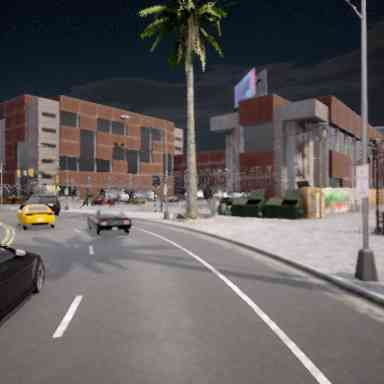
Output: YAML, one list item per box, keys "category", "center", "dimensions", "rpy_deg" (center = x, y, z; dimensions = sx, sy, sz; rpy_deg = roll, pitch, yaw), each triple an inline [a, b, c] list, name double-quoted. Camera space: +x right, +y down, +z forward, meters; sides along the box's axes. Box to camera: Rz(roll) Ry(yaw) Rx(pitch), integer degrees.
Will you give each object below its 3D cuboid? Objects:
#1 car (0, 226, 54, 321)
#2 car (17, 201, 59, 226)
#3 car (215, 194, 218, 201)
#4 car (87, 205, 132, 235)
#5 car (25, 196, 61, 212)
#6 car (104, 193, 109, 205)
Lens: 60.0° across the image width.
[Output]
- category: "car"
  center: [-4.235, 1.608, 6.170]
  dimensions: [1.994, 1.385, 4.181]
  rpy_deg: [0, 0, -8]
- category: "car"
  center: [-10.831, 1.603, 22.976]
  dimensions: [1.882, 1.535, 5.008]
  rpy_deg: [0, 0, -32]
- category: "car"
  center: [4.795, 1.478, 56.314]
  dimensions: [4.674, 1.452, 2.002]
  rpy_deg: [-1, 0, 38]
- category: "car"
  center: [-5.008, 1.674, 19.682]
  dimensions: [1.895, 1.301, 4.718]
  rpy_deg: [0, 0, -25]
- category: "car"
  center: [-15.340, 1.401, 33.641]
  dimensions: [5.566, 2.045, 2.150]
  rpy_deg: [0, 0, 43]
- category: "car"
  center: [-15.433, 1.475, 57.694]
  dimensions: [4.553, 1.767, 2.185]
  rpy_deg: [-1, 0, 38]
